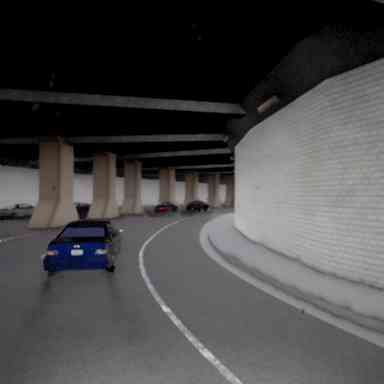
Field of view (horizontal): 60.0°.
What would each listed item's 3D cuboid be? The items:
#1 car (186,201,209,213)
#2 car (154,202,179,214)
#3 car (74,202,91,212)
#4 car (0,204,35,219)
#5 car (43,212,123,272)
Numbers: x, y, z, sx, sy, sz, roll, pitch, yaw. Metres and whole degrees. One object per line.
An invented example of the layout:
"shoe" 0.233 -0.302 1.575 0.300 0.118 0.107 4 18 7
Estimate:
"car" 0.807 1.848 42.089 1.882 1.535 5.008 0 0 18
"car" -3.099 1.909 41.354 1.994 1.385 4.181 0 0 17
"car" -12.247 1.792 35.183 2.033 1.411 5.357 0 -1 12
"car" -16.513 1.790 31.332 1.895 1.301 4.718 0 -1 10
"car" -3.371 1.628 11.084 2.033 1.411 5.357 0 0 -9
